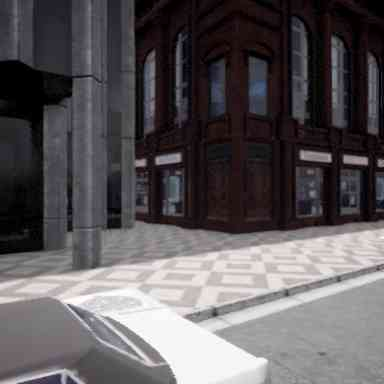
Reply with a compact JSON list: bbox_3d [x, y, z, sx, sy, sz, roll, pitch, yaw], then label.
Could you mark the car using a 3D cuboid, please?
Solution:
[{"bbox_3d":[-1.737,1.601,2.141,4.718,1.301,1.895,0,0,-36],"label":"car"}]
